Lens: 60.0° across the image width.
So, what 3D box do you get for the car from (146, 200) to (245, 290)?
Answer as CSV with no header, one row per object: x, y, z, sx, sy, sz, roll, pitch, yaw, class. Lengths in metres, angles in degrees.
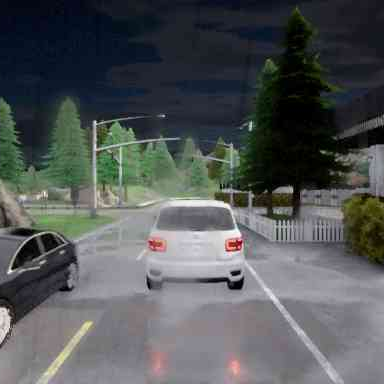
0.064,1.219,9.214,2.150,2.045,5.566,0,0,0,car

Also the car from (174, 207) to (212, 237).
0.018,1.596,18.977,1.895,1.301,4.718,0,0,0,car

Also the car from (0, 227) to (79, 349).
-3.618,1.503,6.165,1.837,1.490,4.892,0,0,0,car
